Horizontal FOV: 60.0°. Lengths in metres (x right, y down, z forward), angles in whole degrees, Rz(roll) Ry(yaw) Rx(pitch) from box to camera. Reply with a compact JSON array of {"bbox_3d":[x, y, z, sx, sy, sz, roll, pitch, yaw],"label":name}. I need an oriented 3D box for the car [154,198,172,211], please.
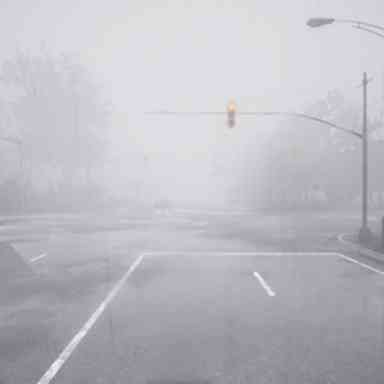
[{"bbox_3d":[-3.481,1.501,41.263,2.033,1.411,5.357,0,0,0],"label":"car"}]
